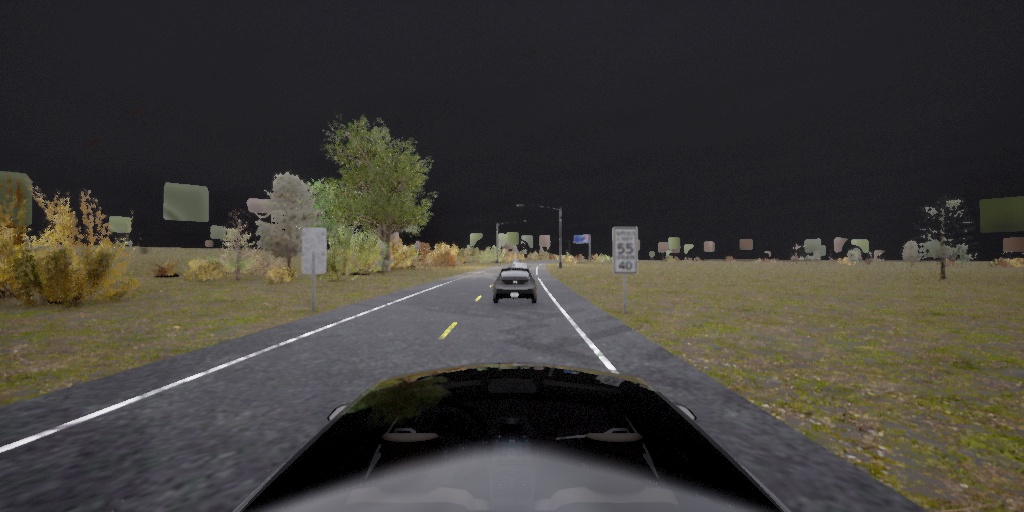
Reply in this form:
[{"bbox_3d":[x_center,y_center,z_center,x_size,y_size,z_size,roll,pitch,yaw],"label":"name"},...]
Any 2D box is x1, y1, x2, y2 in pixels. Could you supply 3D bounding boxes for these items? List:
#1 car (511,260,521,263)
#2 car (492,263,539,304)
[{"bbox_3d":[0.631,1.291,31.363,1.812,1.442,4.674,0,0,2],"label":"car"},{"bbox_3d":[0.157,1.268,16.407,1.837,1.490,4.892,0,0,1],"label":"car"}]
